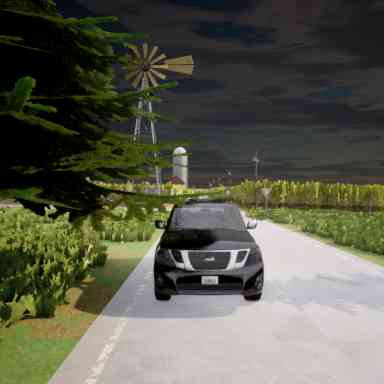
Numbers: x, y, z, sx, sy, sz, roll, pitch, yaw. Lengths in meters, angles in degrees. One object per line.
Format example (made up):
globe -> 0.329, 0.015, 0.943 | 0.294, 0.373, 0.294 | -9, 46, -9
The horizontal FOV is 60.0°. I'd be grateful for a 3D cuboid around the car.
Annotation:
car -> 0.336, 1.221, 8.697 | 2.150, 2.045, 5.566 | 0, 0, 0
